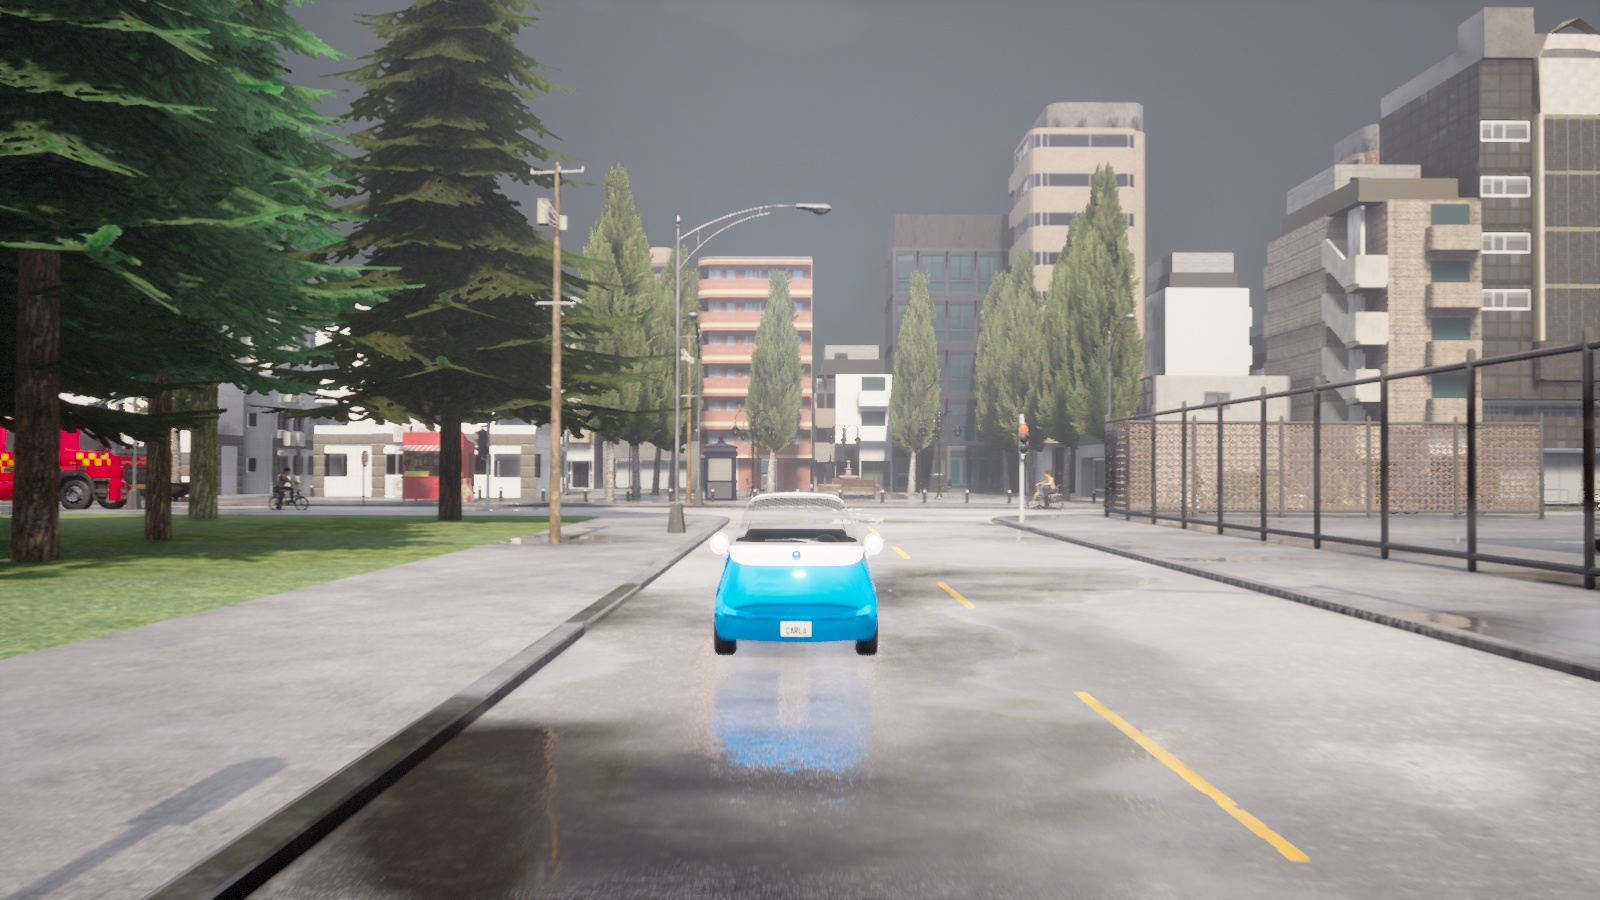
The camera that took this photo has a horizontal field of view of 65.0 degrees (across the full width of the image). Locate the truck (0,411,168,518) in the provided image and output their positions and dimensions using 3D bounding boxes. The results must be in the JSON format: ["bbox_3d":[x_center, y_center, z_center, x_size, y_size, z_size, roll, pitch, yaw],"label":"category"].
[{"bbox_3d":[-28.503,0.545,46.765,8.468,3.827,2.891,0,-1,0],"label":"truck"}]

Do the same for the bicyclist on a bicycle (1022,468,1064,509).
[{"bbox_3d":[9.821,1.560,50.802,1.509,1.612,0.866,0,0,-3],"label":"bicyclist on a bicycle"}]

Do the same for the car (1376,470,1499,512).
[{"bbox_3d":[23.766,1.517,46.899,3.633,1.501,1.845,0,-1,0],"label":"car"}]

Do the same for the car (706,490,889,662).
[{"bbox_3d":[-0.025,1.059,11.344,1.481,1.376,2.207,0,-1,0],"label":"car"}]

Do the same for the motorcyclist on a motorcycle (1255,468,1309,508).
[{"bbox_3d":[19.521,1.540,50.886,1.817,1.590,0.866,0,-1,0],"label":"motorcyclist on a motorcycle"}]

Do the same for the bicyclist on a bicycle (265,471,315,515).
[{"bbox_3d":[-18.998,1.609,46.788,1.509,1.612,0.866,0,-1,0],"label":"bicyclist on a bicycle"}]
